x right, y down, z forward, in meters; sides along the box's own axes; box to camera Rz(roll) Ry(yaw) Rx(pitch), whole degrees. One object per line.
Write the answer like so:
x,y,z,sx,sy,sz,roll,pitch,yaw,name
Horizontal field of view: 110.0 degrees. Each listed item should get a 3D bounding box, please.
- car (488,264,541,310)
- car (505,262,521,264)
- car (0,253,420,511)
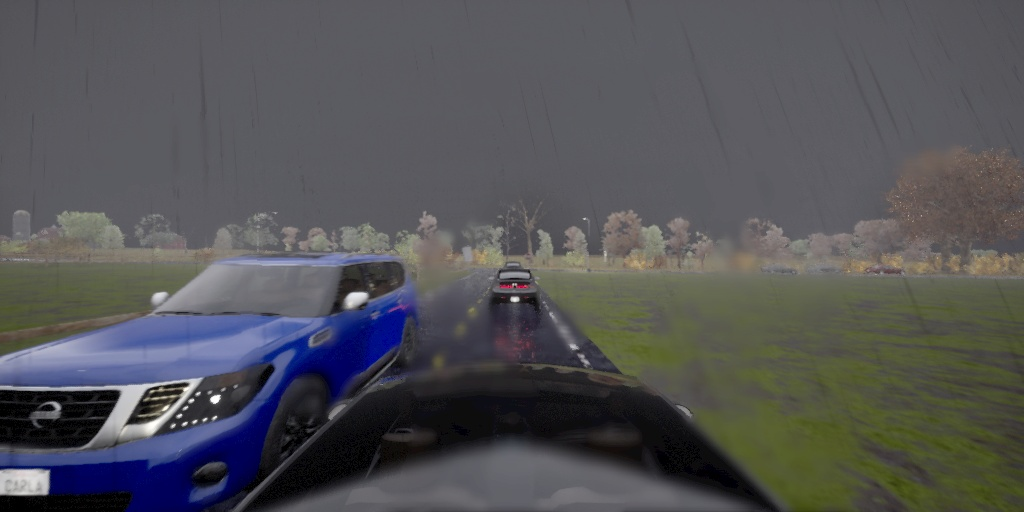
0.100,1.242,14.552,1.837,1.490,4.892,0,0,0,car
0.097,1.236,31.203,1.837,1.490,4.892,0,0,0,car
-2.851,0.968,4.857,2.150,2.045,5.566,0,0,0,car
